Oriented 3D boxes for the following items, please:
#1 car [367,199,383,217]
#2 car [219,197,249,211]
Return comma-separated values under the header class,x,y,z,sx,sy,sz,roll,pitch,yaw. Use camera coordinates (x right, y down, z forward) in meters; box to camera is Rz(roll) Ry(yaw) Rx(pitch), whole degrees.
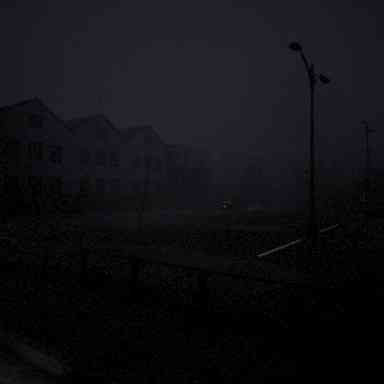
class,x,y,z,sx,sy,sz,roll,pitch,yaw
car,15.411,1.298,26.818,2.007,1.523,4.514,0,0,35
car,4.969,1.313,38.585,1.837,1.490,4.892,0,0,35
